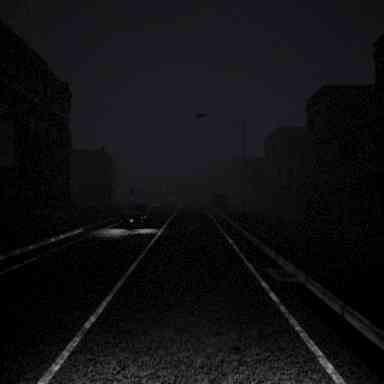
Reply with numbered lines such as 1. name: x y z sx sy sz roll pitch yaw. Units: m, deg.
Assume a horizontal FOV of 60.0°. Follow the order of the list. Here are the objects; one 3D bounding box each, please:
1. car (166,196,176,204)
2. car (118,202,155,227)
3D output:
1. car: -4.049 1.433 63.548 1.812 1.442 4.674 0 0 -5
2. car: -3.615 1.474 22.315 1.837 1.490 4.892 0 0 0
